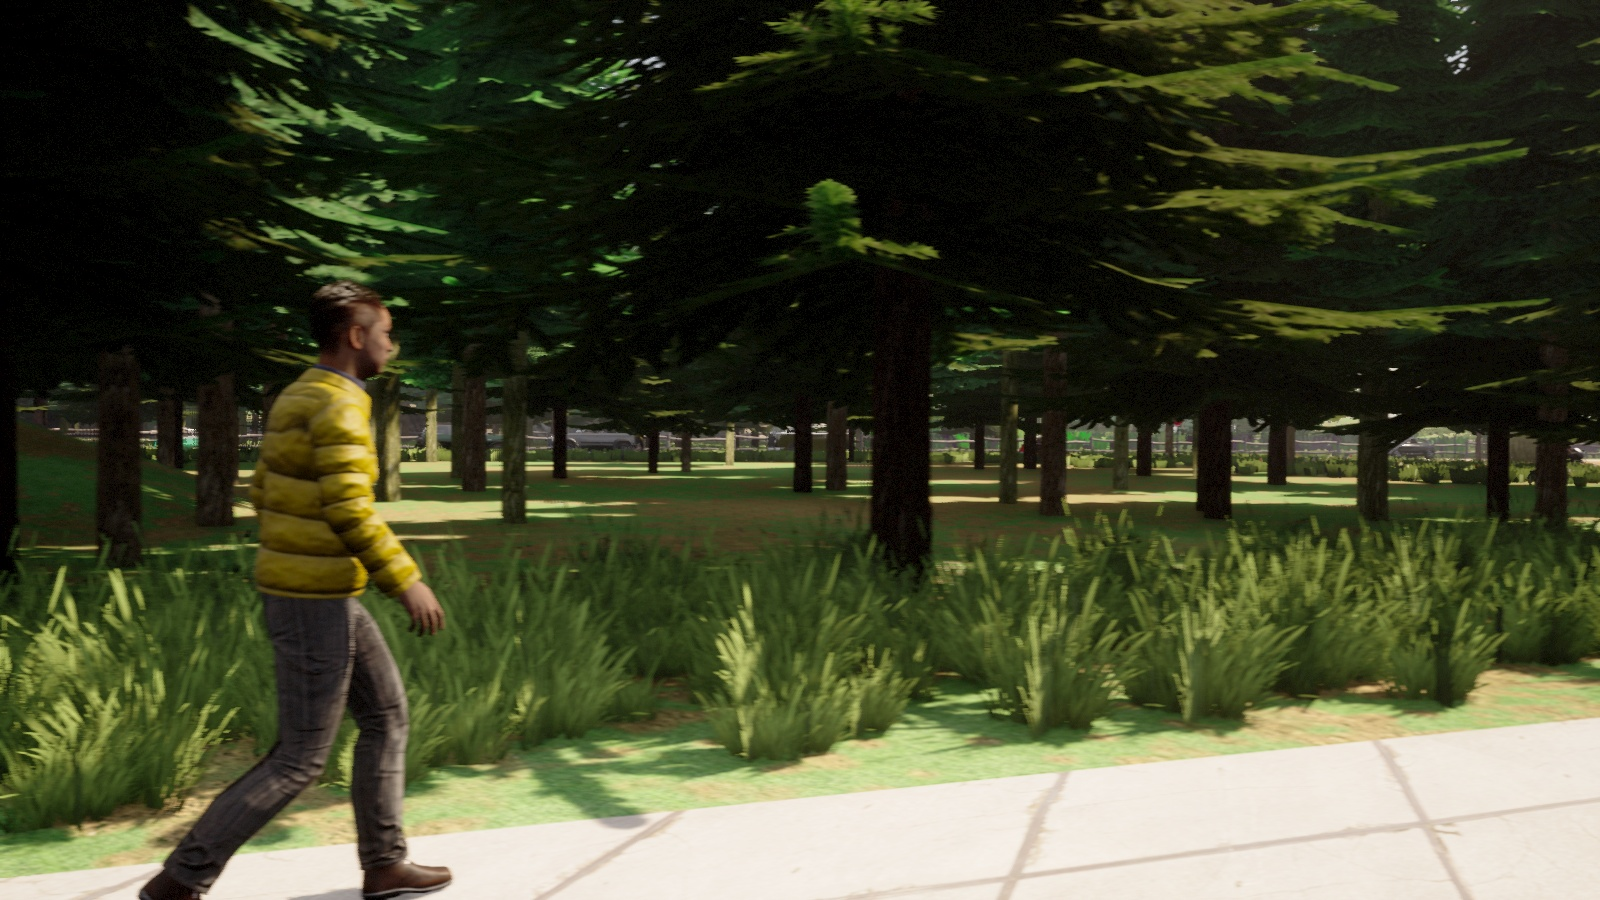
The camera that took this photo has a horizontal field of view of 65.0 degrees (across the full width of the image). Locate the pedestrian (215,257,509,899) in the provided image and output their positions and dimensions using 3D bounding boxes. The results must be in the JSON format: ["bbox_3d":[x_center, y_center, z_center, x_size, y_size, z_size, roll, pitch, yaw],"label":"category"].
[{"bbox_3d":[-1.258,0.415,3.609,0.709,1.840,0.431,-1,1,-28],"label":"pedestrian"}]

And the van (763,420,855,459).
[{"bbox_3d":[0.481,-0.595,67.985,4.480,2.038,2.069,-1,1,-21],"label":"van"}]

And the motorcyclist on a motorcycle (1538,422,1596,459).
[{"bbox_3d":[32.620,-0.415,53.417,0.797,1.523,2.044,-1,1,-22],"label":"motorcyclist on a motorcycle"}]

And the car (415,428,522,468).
[{"bbox_3d":[-15.365,-0.124,58.206,4.553,1.767,2.097,-1,1,-21],"label":"car"}]

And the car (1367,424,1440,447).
[{"bbox_3d":[39.175,-0.947,81.570,4.193,1.474,1.816,-1,1,-19],"label":"car"}]

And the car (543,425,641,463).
[{"bbox_3d":[-10.562,-0.308,63.769,4.605,1.855,1.932,-1,1,-21],"label":"car"}]

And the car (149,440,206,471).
[{"bbox_3d":[-28.246,0.231,57.046,2.207,1.376,1.481,-1,1,-22],"label":"car"}]
